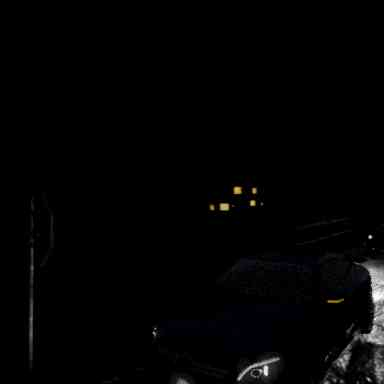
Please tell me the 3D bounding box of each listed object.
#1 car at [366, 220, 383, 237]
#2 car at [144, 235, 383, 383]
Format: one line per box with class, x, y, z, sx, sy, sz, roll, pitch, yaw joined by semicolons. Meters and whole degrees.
car;8.663;1.783;13.812;1.895;1.301;4.718;-2;-2;39
car;1.400;1.622;5.036;1.812;1.442;4.674;-2;-1;40
